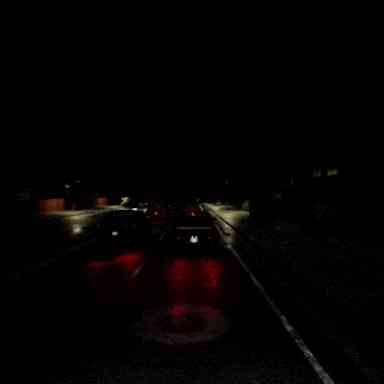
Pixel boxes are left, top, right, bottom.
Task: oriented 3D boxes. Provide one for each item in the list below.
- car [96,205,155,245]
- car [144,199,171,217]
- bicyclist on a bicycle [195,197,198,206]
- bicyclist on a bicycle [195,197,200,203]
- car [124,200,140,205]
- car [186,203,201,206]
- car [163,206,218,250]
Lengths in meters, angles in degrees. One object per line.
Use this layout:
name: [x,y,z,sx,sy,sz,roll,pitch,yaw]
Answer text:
car: [-3.142,1.583,16.074,1.882,1.535,5.008,0,-1,0]
car: [-3.106,1.707,31.424,1.882,1.535,5.008,0,0,0]
bicyclist on a bicycle: [1.044,2.007,71.426,0.659,1.776,1.843,0,0,0]
bicyclist on a bicycle: [1.020,1.983,62.427,0.866,1.612,1.509,0,-1,0]
car: [-9.701,2.001,54.056,2.033,1.411,5.357,0,-1,1]
car: [0.141,1.751,30.961,1.812,1.442,4.674,0,0,0]
car: [0.101,1.589,14.838,2.128,1.511,4.902,0,0,0]
